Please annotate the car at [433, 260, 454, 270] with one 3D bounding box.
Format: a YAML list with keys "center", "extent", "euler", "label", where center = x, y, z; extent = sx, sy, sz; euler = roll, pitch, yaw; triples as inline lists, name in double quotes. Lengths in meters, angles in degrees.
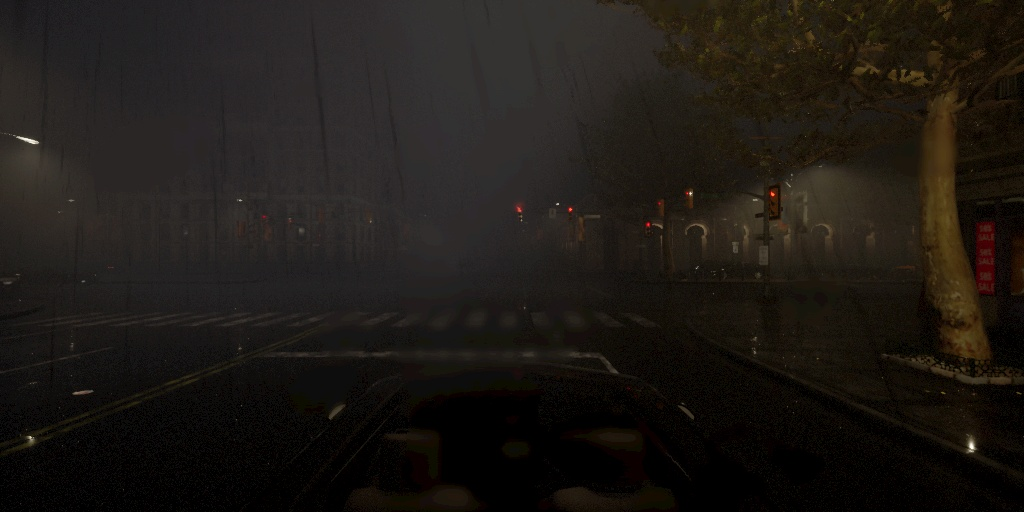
- center: [-10.412, 1.314, 53.549]
  extent: [1.994, 1.385, 4.181]
  euler: [0, 0, 0]
  label: "car"

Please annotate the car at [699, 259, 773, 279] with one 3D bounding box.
- center: [19.437, 1.255, 31.252]
  extent: [4.892, 1.490, 1.837]
  euler: [0, 0, 1]
  label: "car"

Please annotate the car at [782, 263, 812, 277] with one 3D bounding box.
- center: [29.398, 1.351, 34.662]
  extent: [4.718, 1.301, 1.895]
  euler: [0, 0, 1]
  label: "car"

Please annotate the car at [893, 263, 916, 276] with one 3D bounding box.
- center: [39.860, 1.228, 34.556]
  extent: [5.008, 1.535, 1.882]
  euler: [0, 0, 1]
  label: "car"

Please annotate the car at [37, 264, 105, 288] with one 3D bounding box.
- center: [-30.276, 1.351, 23.508]
  extent: [4.718, 1.301, 1.895]
  euler: [0, 0, 1]
  label: "car"

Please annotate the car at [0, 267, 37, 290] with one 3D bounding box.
- center: [-30.498, 1.242, 20.012]
  extent: [4.902, 1.511, 2.128]
  euler: [0, 0, 1]
  label: "car"

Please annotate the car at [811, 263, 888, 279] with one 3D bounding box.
- center: [29.384, 1.351, 31.162]
  extent: [4.718, 1.301, 1.895]
  euler: [0, 0, 1]
  label: "car"

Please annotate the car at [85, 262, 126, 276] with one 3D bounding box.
- center: [-40.882, 1.276, 35.277]
  extent: [4.674, 1.442, 1.812]
  euler: [0, 0, 0]
  label: "car"

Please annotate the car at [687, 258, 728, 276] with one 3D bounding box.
- center: [19.458, 1.102, 34.754]
  extent: [4.553, 1.767, 2.097]
  euler: [0, 0, 0]
  label: "car"

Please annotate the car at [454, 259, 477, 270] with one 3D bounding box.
- center: [-6.915, 1.228, 53.647]
  extent: [1.882, 1.535, 5.008]
  euler: [0, 0, 1]
  label: "car"
